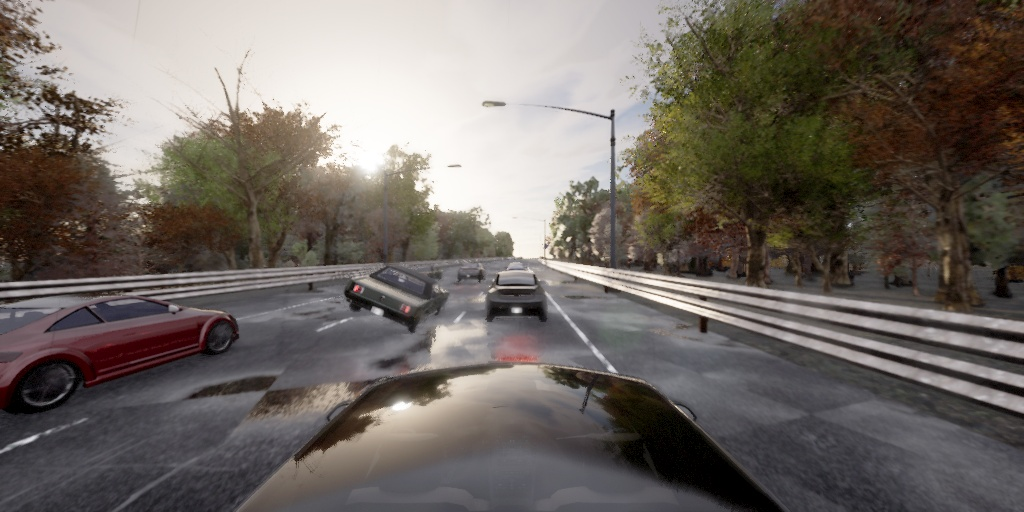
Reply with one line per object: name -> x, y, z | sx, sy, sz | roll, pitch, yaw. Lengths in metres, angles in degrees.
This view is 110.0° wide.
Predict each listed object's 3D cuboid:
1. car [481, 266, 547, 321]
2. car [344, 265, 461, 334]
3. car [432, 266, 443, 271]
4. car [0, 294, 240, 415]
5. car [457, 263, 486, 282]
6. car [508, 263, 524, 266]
car -> 0.145, 1.271, 12.450 | 1.837, 1.490, 4.892 | 0, 0, 0
car -> -3.079, 1.093, 10.740 | 1.895, 1.301, 4.718 | 23, -1, 0
car -> -6.673, 1.385, 27.958 | 1.895, 1.301, 4.718 | 0, 0, 1
car -> -6.881, 1.320, 6.017 | 1.994, 1.385, 4.181 | 0, 0, 0
car -> -3.161, 1.276, 28.792 | 2.128, 1.511, 4.902 | 0, 0, 1
car -> 0.351, 1.307, 30.003 | 1.812, 1.442, 4.674 | 0, 0, 1
